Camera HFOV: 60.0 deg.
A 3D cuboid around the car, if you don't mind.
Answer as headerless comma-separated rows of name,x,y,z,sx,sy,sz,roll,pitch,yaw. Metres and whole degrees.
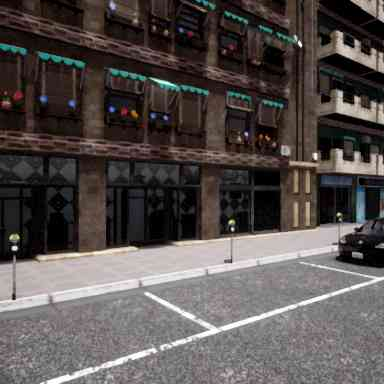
car,6.838,1.565,11.445,4.313,1.339,1.947,0,0,-36
